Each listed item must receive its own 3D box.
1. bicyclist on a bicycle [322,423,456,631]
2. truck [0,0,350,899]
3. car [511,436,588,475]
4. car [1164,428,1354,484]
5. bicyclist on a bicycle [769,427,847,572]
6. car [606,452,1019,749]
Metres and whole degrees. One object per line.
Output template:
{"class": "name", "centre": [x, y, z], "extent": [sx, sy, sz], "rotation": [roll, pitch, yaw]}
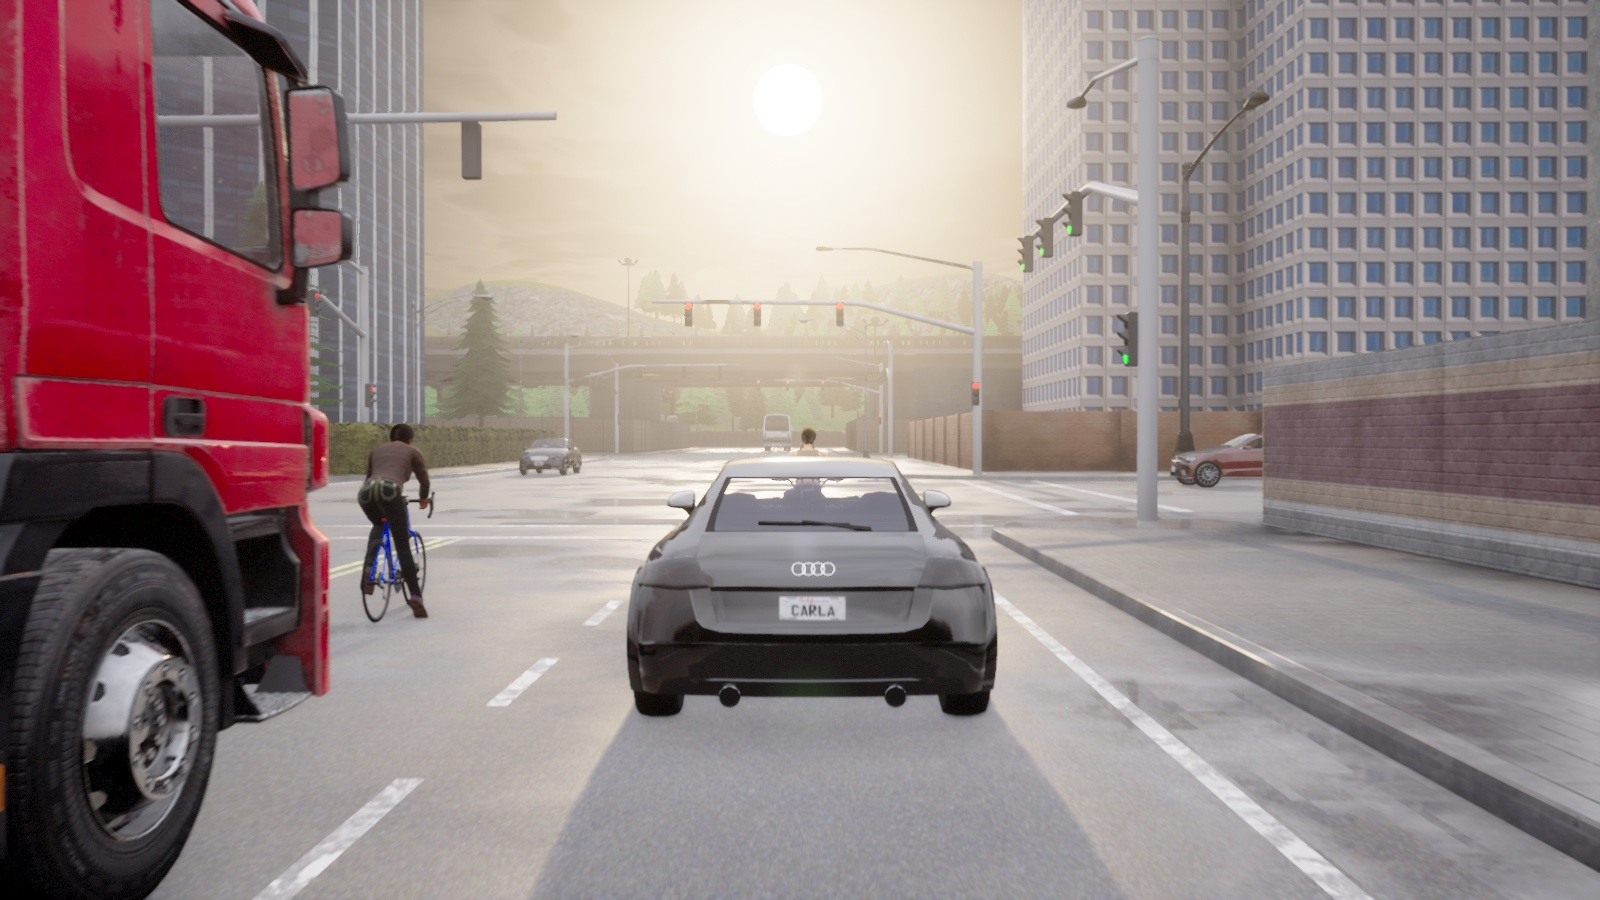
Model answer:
{"class": "bicyclist on a bicycle", "centre": [-3.425, 0.593, 10.598], "extent": [0.582, 1.620, 1.656], "rotation": [0, 0, 0]}
{"class": "truck", "centre": [-3.475, -0.255, 1.628], "extent": [2.891, 3.462, 7.936], "rotation": [0, 1, 0]}
{"class": "car", "centre": [-10.196, 0.197, 51.453], "extent": [2.128, 1.511, 4.902], "rotation": [0, 1, 0]}
{"class": "car", "centre": [13.921, 0.165, 38.311], "extent": [5.027, 1.651, 2.152], "rotation": [0, 1, 1]}
{"class": "bicyclist on a bicycle", "centre": [0.093, 0.540, 14.669], "extent": [0.866, 1.612, 1.509], "rotation": [0, 1, 0]}
{"class": "car", "centre": [0.062, 0.731, 8.150], "extent": [1.994, 1.385, 4.181], "rotation": [0, 1, 0]}
